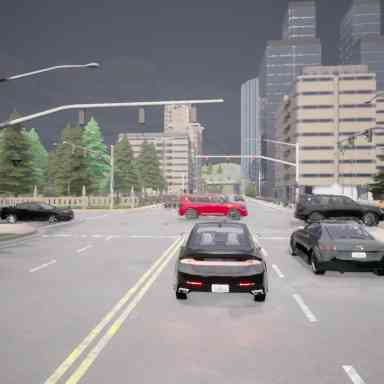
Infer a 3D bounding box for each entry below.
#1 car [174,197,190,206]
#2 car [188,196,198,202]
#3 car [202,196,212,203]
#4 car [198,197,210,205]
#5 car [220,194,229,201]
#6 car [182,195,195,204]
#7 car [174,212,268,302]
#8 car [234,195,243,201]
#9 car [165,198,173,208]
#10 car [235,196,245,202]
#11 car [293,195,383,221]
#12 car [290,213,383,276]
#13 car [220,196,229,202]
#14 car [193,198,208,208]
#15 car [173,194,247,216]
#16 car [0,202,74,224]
[{"bbox_3d":[-1.644,1.547,55.715,2.033,1.411,5.357,0,0,6],"label":"car"},{"bbox_3d":[0.314,1.595,75.337,1.895,1.301,4.718,0,0,5],"label":"car"},{"bbox_3d":[3.170,1.505,68.475,1.837,1.490,4.892,0,0,6],"label":"car"},{"bbox_3d":[2.142,1.601,58.430,1.895,1.301,4.718,0,0,6],"label":"car"},{"bbox_3d":[8.334,1.353,85.722,2.097,1.767,4.553,0,0,5],"label":"car"},{"bbox_3d":[-0.675,1.478,65.398,1.882,1.535,5.008,0,0,6],"label":"car"},{"bbox_3d":[0.702,1.492,8.303,2.128,1.511,4.902,0,0,5],"label":"car"},{"bbox_3d":[11.821,1.537,85.420,2.033,1.411,5.357,0,0,5],"label":"car"},{"bbox_3d":[-2.527,1.564,46.515,1.994,1.385,4.181,0,0,5],"label":"car"},{"bbox_3d":[10.935,1.591,76.114,1.895,1.301,4.718,0,0,5],"label":"car"},{"bbox_3d":[9.660,1.221,22.219,5.566,2.045,2.150,0,0,5],"label":"car"},{"bbox_3d":[4.393,1.564,10.413,1.994,1.385,4.181,0,0,5],"label":"car"},{"bbox_3d":[7.544,1.549,77.419,1.994,1.385,4.181,0,0,5],"label":"car"},{"bbox_3d":[1.255,1.601,49.309,1.895,1.301,4.718,0,0,5],"label":"car"},{"bbox_3d":[1.607,1.222,26.495,5.566,2.045,2.150,0,0,5],"label":"car"},{"bbox_3d":[-11.150,1.478,24.183,5.008,1.535,1.882,0,0,5],"label":"car"}]
